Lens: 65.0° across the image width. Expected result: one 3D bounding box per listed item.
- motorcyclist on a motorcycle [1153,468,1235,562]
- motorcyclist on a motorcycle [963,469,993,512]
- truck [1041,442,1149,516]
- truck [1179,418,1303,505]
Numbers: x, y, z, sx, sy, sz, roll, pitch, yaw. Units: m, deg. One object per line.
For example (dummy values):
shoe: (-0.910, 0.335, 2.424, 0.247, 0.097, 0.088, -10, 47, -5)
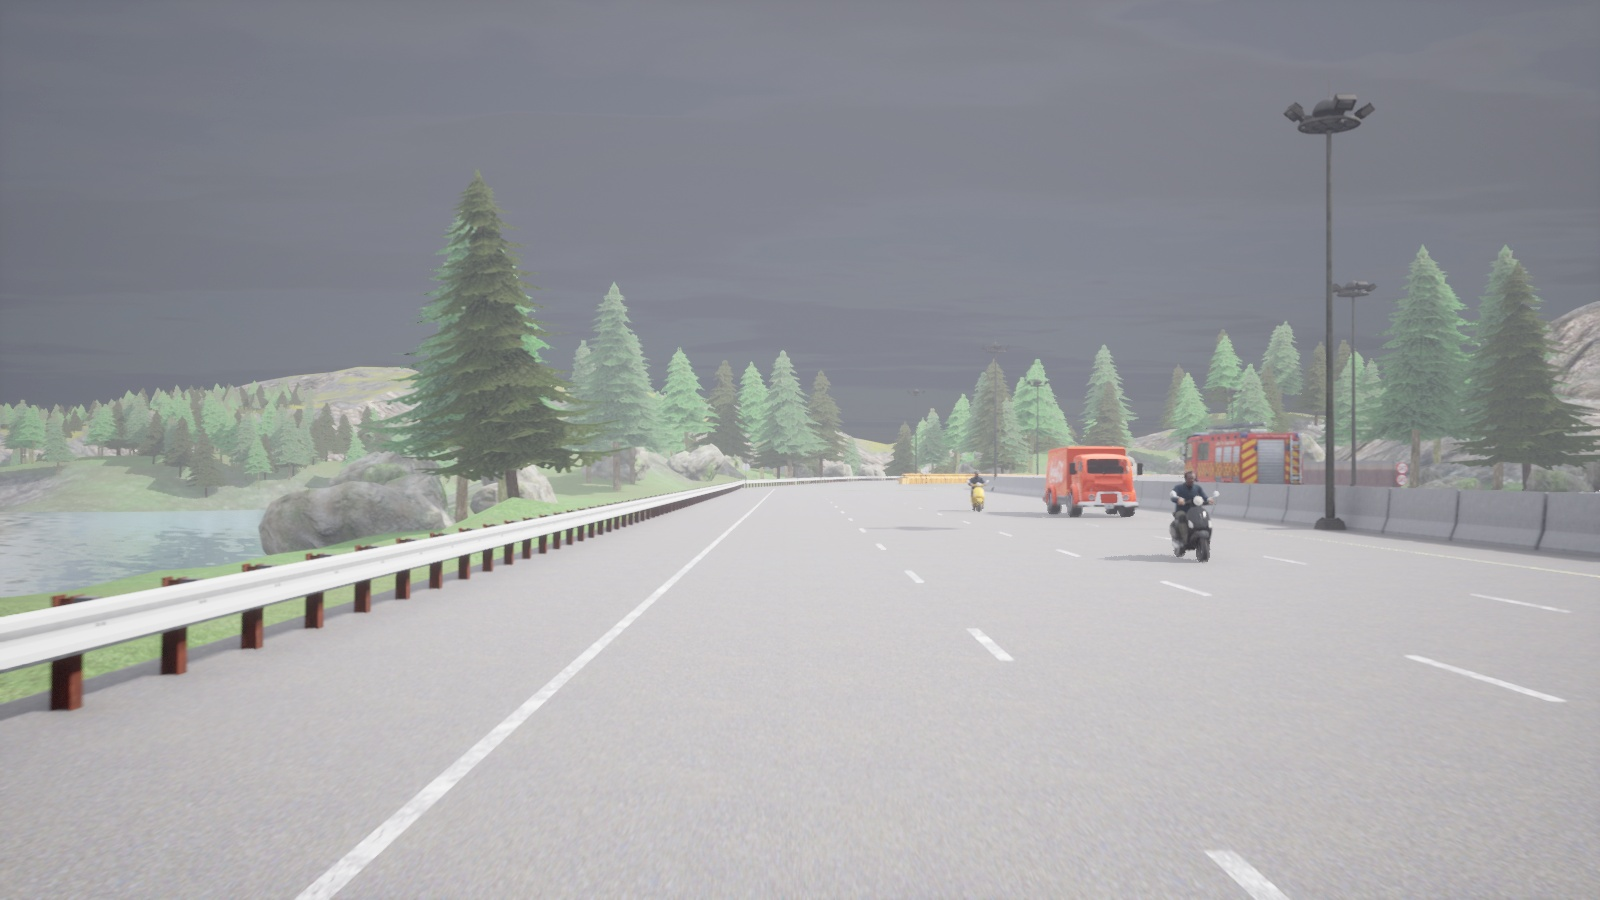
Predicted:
motorcyclist on a motorcycle: (6.948, 1.113, 22.251, 0.866, 1.590, 1.817, 0, -1, 0)
motorcyclist on a motorcycle: (6.885, 1.555, 48.652, 0.866, 1.590, 1.817, 0, -1, 0)
truck: (10.395, 1.039, 44.749, 2.627, 2.467, 5.204, 0, -1, 0)
truck: (20.834, 0.570, 59.977, 2.891, 3.827, 8.468, 0, -1, 0)
